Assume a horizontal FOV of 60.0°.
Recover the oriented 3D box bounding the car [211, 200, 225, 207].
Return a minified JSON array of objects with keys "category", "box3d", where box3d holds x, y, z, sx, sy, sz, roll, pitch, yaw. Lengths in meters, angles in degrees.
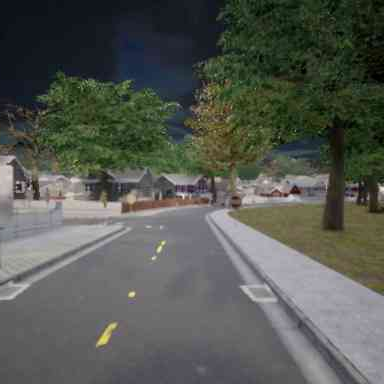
[{"category":"car","box3d":[5.568,2.466,70.157,2.128,1.511,4.902,1,0,25]}]
